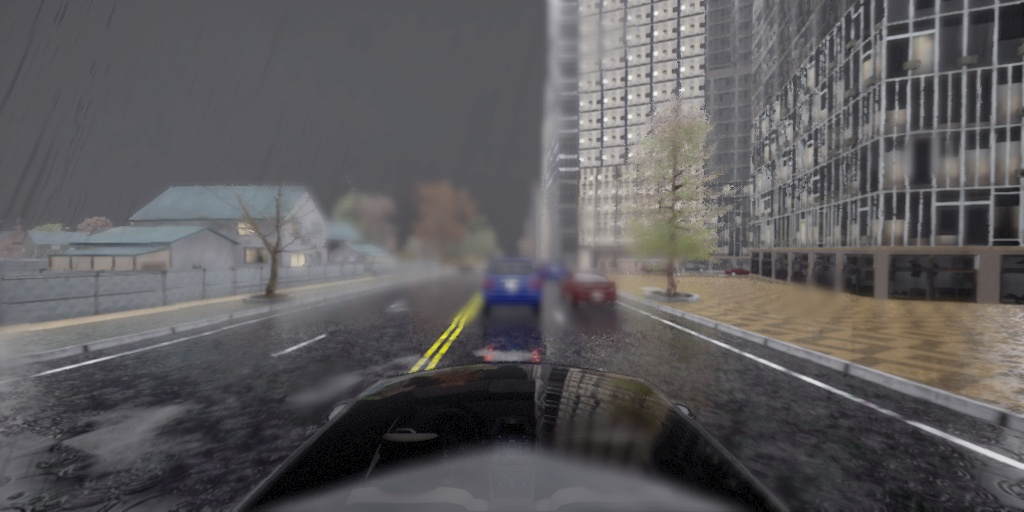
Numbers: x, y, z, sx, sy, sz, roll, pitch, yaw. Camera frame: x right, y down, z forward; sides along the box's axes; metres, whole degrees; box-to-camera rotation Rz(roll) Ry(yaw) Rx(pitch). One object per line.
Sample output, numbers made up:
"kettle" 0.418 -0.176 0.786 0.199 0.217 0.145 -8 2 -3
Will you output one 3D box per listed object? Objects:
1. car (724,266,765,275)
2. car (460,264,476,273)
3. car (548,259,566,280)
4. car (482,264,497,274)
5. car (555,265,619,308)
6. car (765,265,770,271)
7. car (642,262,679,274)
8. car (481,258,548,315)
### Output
"car" 33.687 2.221 52.446 4.507 1.381 1.888 0 0 20
"car" -6.486 1.854 52.592 1.895 1.301 4.718 0 -1 0
"car" 3.278 1.239 29.433 2.150 2.045 5.566 0 0 0
"car" -3.237 1.855 52.592 1.895 1.301 4.718 0 -1 0
"car" 3.287 1.362 16.099 1.882 1.535 5.008 0 0 1
"car" 39.009 2.017 50.494 5.009 1.841 2.192 0 0 20
"car" 23.044 1.940 56.351 5.009 1.841 2.192 0 0 20
"car" 0.020 1.094 14.452 2.150 2.045 5.566 0 0 0
